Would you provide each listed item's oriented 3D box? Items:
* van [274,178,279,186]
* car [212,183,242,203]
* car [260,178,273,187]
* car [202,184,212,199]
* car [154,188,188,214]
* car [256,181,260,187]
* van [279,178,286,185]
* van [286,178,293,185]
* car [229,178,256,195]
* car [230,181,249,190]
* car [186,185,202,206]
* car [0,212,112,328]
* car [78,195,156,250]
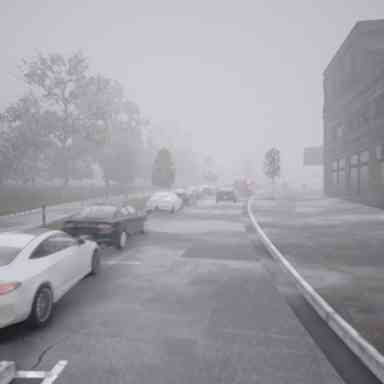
[{"bbox_3d":[19.139,-2.472,81.635,1.878,1.987,4.442,-2,2,29],"label":"van"},{"bbox_3d":[3.448,0.187,31.951,1.882,1.535,5.008,0,3,12],"label":"car"},{"bbox_3d":[16.352,-2.020,76.889,1.946,1.575,5.366,-2,2,31],"label":"car"},{"bbox_3d":[0.280,0.076,35.154,2.231,1.521,4.892,0,3,13],"label":"car"},{"bbox_3d":[-1.884,0.698,23.427,2.002,1.452,4.674,-1,2,9],"label":"car"},{"bbox_3d":[11.120,-1.762,66.829,2.435,2.045,5.566,-3,2,25],"label":"car"},{"bbox_3d":[22.166,-2.697,86.334,1.878,1.987,4.442,-2,2,34],"label":"van"},{"bbox_3d":[25.352,-2.912,90.924,1.878,1.987,4.442,-2,2,35],"label":"van"},{"bbox_3d":[6.921,-0.741,45.455,2.150,2.045,5.566,0,3,17],"label":"car"},{"bbox_3d":[8.832,-1.247,61.709,2.231,1.521,4.892,-3,2,23],"label":"car"},{"bbox_3d":[-0.849,0.366,29.565,2.097,1.535,5.008,0,3,11],"label":"car"},{"bbox_3d":[-3.342,1.471,6.843,2.002,1.452,4.674,-2,2,1],"label":"car"},{"bbox_3d":[-3.122,1.129,12.974,2.097,1.535,5.008,1,3,7],"label":"car"}]
